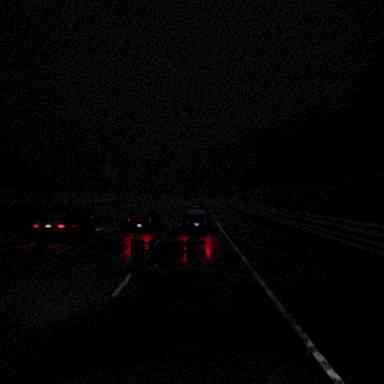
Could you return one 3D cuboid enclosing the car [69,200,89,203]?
[{"bbox_3d":[-19.565,2.169,59.251,1.895,1.301,4.718,0,-1,3],"label":"car"}]

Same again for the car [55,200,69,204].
[{"bbox_3d":[-23.007,2.124,60.244,2.033,1.411,5.357,0,-1,3],"label":"car"}]

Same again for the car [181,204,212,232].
[{"bbox_3d":[0.304,1.699,21.336,1.812,1.442,4.674,0,-1,1],"label":"car"}]

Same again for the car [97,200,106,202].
[{"bbox_3d":[-16.068,2.097,59.090,1.812,1.442,4.674,0,-1,3],"label":"car"}]

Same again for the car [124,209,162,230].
[{"bbox_3d":[-3.176,1.784,22.580,1.895,1.301,4.718,0,-1,1],"label":"car"}]

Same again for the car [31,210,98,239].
[{"bbox_3d":[-6.752,1.687,18.215,2.033,1.411,5.357,0,-1,1],"label":"car"}]

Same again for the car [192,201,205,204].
[{"bbox_3d":[0.763,1.841,39.141,2.128,1.511,4.902,0,-1,2],"label":"car"}]
